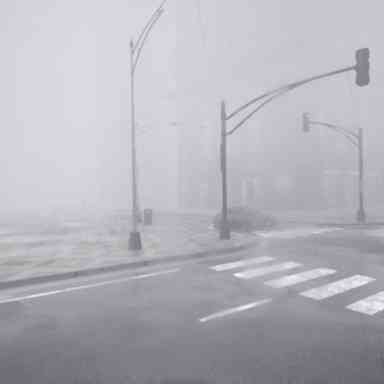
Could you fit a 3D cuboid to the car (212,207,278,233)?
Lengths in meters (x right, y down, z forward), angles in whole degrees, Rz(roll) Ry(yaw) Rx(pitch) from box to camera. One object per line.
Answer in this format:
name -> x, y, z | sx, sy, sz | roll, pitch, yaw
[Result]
car -> 3.097, 1.608, 20.051 | 1.994, 1.385, 4.181 | -1, 0, -36
